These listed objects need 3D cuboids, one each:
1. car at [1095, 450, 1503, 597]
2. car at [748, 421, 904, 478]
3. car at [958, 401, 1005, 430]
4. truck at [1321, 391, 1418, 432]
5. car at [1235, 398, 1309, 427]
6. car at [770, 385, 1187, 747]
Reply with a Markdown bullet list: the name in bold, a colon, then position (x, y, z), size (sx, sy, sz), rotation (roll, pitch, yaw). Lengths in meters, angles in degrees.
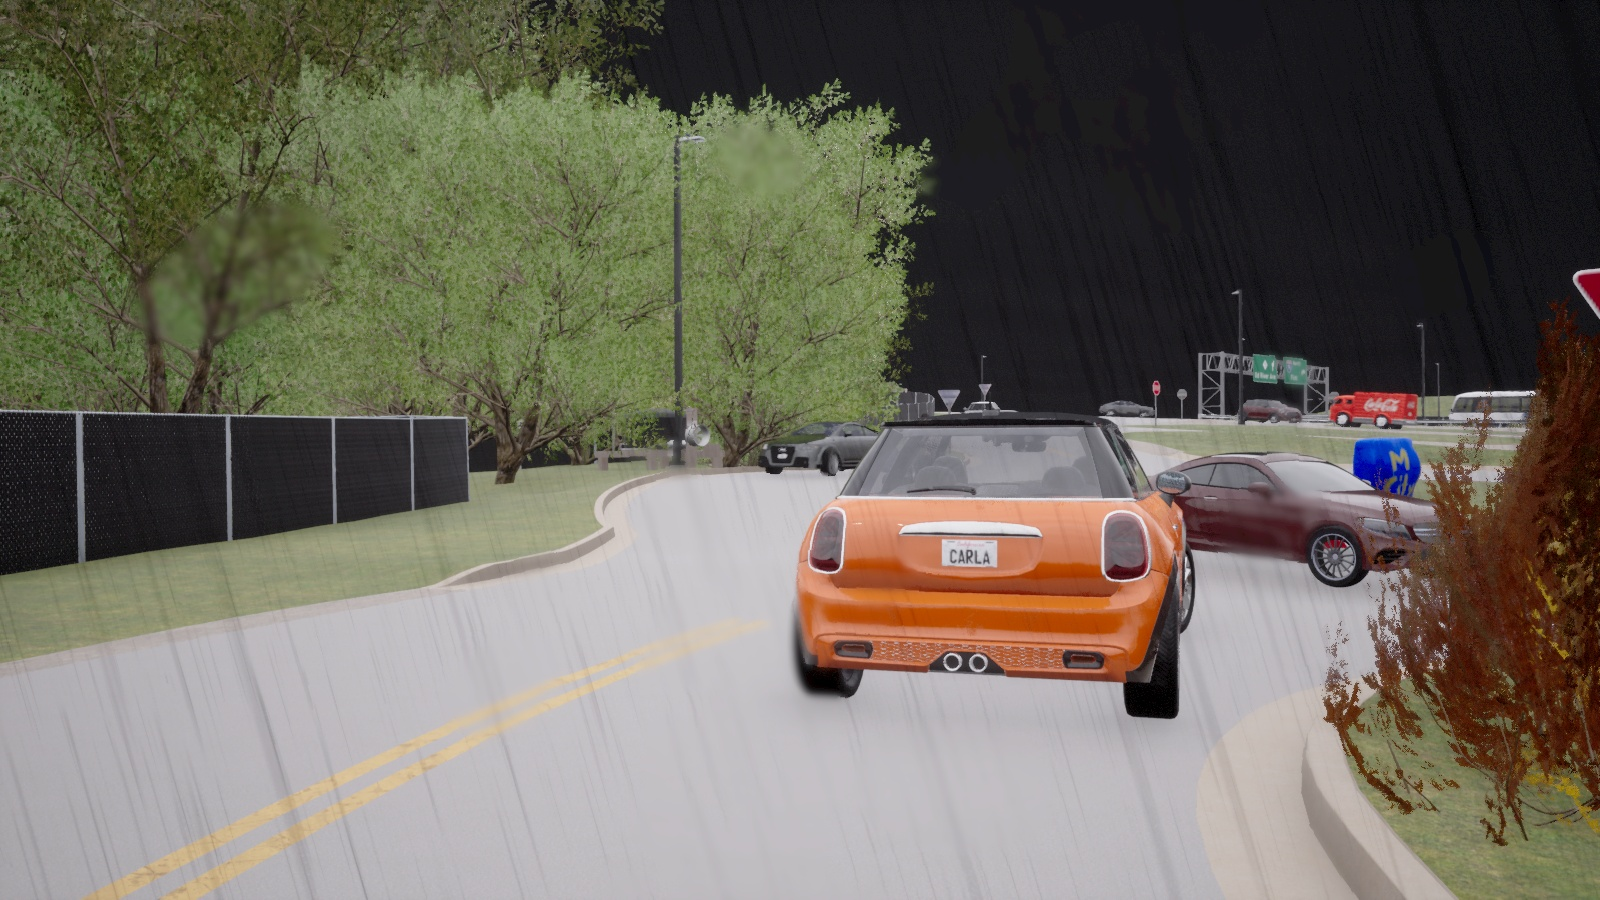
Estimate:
- **car**: position (5.969, 0.773, 15.704), size (1.812, 1.442, 4.674), rotation (-1, 2, -28)
- **car**: position (0.748, -0.051, 32.912), size (1.994, 1.385, 4.181), rotation (1, 1, 38)
- **car**: position (9.822, -1.870, 67.762), size (1.970, 1.475, 3.806), rotation (0, 3, 17)
- **truck**: position (38.621, -2.612, 85.227), size (2.627, 2.467, 5.204), rotation (0, 4, -44)
- **car**: position (32.803, -2.646, 87.378), size (2.097, 1.767, 4.553), rotation (1, 3, -24)
- **car**: position (1.532, 0.548, 8.610), size (2.097, 1.767, 4.553), rotation (0, 0, 18)
